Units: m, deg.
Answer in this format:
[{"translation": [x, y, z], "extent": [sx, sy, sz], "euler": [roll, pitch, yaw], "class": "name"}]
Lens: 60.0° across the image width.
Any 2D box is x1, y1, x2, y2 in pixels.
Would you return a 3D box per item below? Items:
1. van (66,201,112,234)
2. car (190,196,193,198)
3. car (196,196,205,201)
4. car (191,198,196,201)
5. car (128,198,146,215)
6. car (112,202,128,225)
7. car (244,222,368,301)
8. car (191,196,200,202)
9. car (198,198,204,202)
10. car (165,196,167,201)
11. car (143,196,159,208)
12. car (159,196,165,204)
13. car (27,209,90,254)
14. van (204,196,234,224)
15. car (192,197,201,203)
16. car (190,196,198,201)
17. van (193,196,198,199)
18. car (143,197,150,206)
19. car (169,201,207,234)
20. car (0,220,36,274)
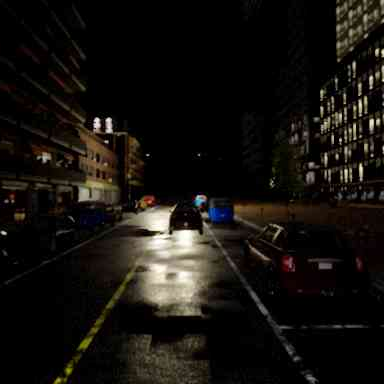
[{"translation": [-6.124, 1.420, 19.286], "extent": [1.690, 1.788, 3.998], "euler": [1, 0, -1], "class": "van"}, {"translation": [1.029, 1.730, 69.769], "extent": [1.752, 1.417, 4.829], "euler": [1, 0, -1], "class": "car"}, {"translation": [1.706, 1.641, 41.929], "extent": [1.752, 1.417, 4.829], "euler": [1, 0, -1], "class": "car"}, {"translation": [-0.816, 1.716, 38.532], "extent": [1.895, 1.301, 4.718], "euler": [0, 0, -1], "class": "car"}, {"translation": [-6.532, 1.680, 35.988], "extent": [2.008, 1.369, 4.403], "euler": [1, 0, -1], "class": "car"}, {"translation": [-6.257, 1.621, 24.683], "extent": [1.752, 1.417, 4.829], "euler": [1, 0, -1], "class": "car"}, {"translation": [2.523, 1.455, 8.352], "extent": [1.967, 1.590, 4.097], "euler": [1, 0, -1], "class": "car"}, {"translation": [0.764, 1.681, 80.736], "extent": [1.967, 1.590, 4.097], "euler": [1, 0, -1], "class": "car"}, {"translation": [1.845, 1.681, 36.191], "extent": [1.802, 1.307, 4.206], "euler": [1, 0, -1], "class": "car"}, {"translation": [-7.615, 1.854, 80.533], "extent": [1.802, 1.307, 4.206], "euler": [1, 0, -1], "class": "car"}, {"translation": [-6.936, 1.496, 52.694], "extent": [2.192, 1.841, 5.009], "euler": [1, 0, -1], "class": "car"}, {"translation": [-7.345, 1.780, 69.397], "extent": [1.887, 1.381, 4.507], "euler": [1, 0, -1], "class": "car"}, {"translation": [-5.991, 1.613, 13.717], "extent": [2.008, 1.369, 4.403], "euler": [1, 0, -1], "class": "car"}, {"translation": [2.119, 1.406, 25.057], "extent": [1.690, 1.788, 3.998], "euler": [1, 0, -1], "class": "van"}, {"translation": [0.897, 1.767, 75.168], "extent": [1.887, 1.381, 4.507], "euler": [1, 0, -1], "class": "car"}, {"translation": [0.492, 1.822, 91.872], "extent": [1.887, 1.381, 4.507], "euler": [1, 0, -1], "class": "car"}, {"translation": [1.441, 1.491, 52.897], "extent": [1.690, 1.788, 3.998], "euler": [1, 0, -1], "class": "van"}, {"translation": [-6.663, 1.671, 41.387], "extent": [1.752, 1.417, 4.829], "euler": [1, 0, -1], "class": "car"}, {"translation": [-0.369, 1.537, 19.885], "extent": [1.882, 1.535, 5.008], "euler": [0, 0, -1], "class": "car"}, {"translation": [-5.856, 1.612, 8.149], "extent": [1.947, 1.339, 4.313], "euler": [1, 0, -1], "class": "car"}]
